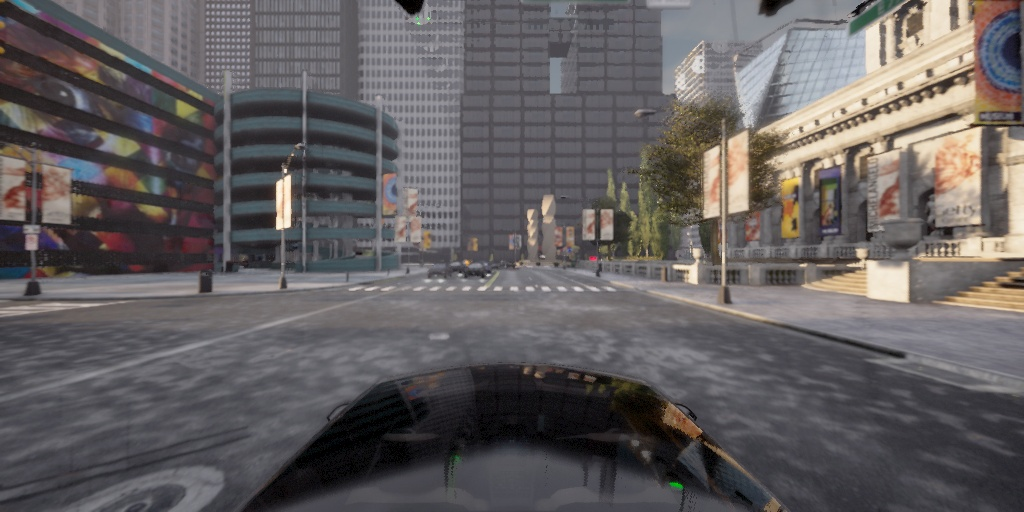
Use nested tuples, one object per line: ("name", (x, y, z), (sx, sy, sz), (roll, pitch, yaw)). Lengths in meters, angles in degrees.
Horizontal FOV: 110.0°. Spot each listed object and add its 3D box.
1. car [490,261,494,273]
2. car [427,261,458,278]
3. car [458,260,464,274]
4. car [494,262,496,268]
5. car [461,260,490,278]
("car", (-3.618, 1.486, 45.249), (1.812, 1.442, 4.674), (0, 0, 0))
("car", (-7.106, 1.463, 36.066), (2.033, 1.411, 5.357), (0, 0, 0))
("car", (-7.101, 1.440, 45.892), (1.882, 1.535, 5.008), (0, 0, 0))
("car", (-4.279, 1.501, 55.589), (2.128, 1.511, 4.902), (0, 0, -10))
("car", (-3.610, 1.394, 36.215), (1.882, 1.535, 5.008), (0, 0, 0))
